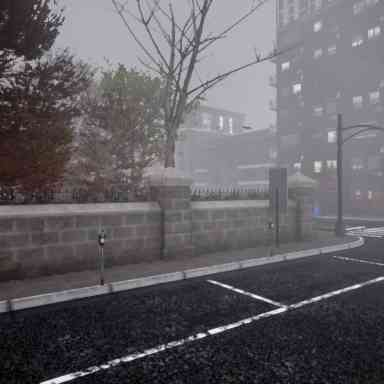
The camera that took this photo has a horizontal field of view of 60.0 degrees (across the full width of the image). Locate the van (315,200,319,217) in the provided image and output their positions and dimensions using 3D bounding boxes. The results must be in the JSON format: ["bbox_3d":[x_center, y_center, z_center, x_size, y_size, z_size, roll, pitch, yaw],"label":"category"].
[{"bbox_3d":[10.421,1.646,32.627,1.690,1.788,3.998,-1,0,-36],"label":"van"}]
